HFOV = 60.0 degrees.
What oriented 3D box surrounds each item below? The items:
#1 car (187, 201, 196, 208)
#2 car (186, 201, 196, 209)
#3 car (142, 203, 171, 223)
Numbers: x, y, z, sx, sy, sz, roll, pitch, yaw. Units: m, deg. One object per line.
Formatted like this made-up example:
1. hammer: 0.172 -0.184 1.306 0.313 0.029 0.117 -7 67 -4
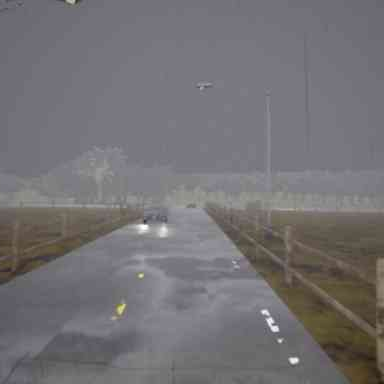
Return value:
1. car: -0.151 2.682 73.110 1.882 1.535 5.008 0 -2 0
2. car: -0.130 2.413 62.793 1.812 1.442 4.674 0 -2 0
3. car: -2.813 1.686 26.971 1.837 1.490 4.892 0 -1 0
